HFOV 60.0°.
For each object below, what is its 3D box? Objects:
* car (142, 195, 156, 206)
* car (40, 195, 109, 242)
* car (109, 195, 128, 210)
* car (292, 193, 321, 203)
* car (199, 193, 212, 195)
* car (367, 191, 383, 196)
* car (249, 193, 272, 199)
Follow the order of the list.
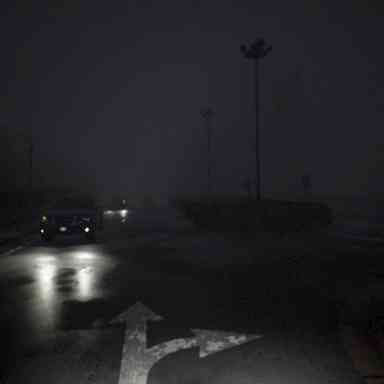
[{"bbox_3d":[-6.108,1.180,46.859,1.882,1.535,5.008,-1,1,-7],"label":"car"},{"bbox_3d":[-5.738,1.173,16.611,2.150,2.045,5.566,-1,0,-8],"label":"car"},{"bbox_3d":[-8.735,1.158,39.450,2.097,1.767,4.553,-1,1,-8],"label":"car"},{"bbox_3d":[16.090,0.851,47.186,3.905,1.438,1.784,-1,0,-8],"label":"car"},{"bbox_3d":[1.687,0.998,54.717,4.902,1.511,2.128,-1,0,6],"label":"car"},{"bbox_3d":[28.657,0.601,50.179,4.193,1.474,1.816,-1,0,-8],"label":"car"},{"bbox_3d":[9.655,0.916,48.688,2.128,1.511,4.902,-1,1,-27],"label":"car"}]
